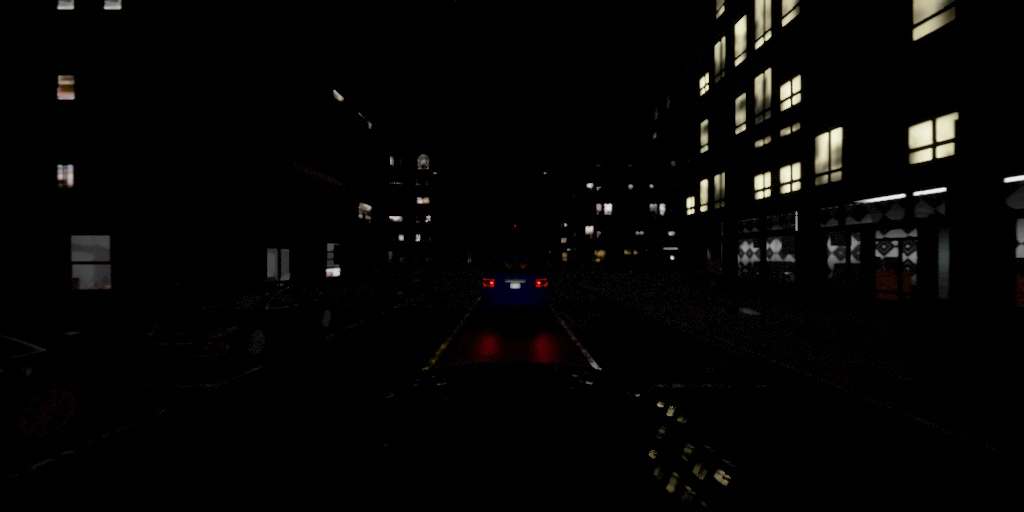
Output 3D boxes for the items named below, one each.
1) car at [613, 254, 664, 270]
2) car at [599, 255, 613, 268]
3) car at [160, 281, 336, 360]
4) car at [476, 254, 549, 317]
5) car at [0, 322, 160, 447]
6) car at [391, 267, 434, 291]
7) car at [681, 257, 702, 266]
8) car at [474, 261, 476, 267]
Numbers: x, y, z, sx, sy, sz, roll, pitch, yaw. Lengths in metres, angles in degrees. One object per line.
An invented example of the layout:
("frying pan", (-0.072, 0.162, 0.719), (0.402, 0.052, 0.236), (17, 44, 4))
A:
("car", (14.715, 0.702, 41.084), (5.009, 1.841, 2.192), (0, 0, 0))
("car", (14.581, 0.671, 49.463), (5.009, 1.841, 2.192), (0, 0, 0))
("car", (-5.690, 1.288, 8.190), (2.007, 1.370, 4.403), (0, 0, 0))
("car", (0.097, 0.950, 13.149), (2.150, 2.045, 5.566), (0, 0, 0))
("car", (-5.692, 1.299, 2.542), (2.007, 1.370, 4.403), (0, 0, 0))
("car", (-5.739, 1.294, 21.107), (1.802, 1.307, 4.207), (0, 0, 0))
("car", (25.673, 0.731, 49.558), (4.207, 1.307, 1.802), (0, 0, 0))
("car", (-5.682, 1.212, 63.130), (1.948, 1.339, 4.313), (0, 0, 0))
